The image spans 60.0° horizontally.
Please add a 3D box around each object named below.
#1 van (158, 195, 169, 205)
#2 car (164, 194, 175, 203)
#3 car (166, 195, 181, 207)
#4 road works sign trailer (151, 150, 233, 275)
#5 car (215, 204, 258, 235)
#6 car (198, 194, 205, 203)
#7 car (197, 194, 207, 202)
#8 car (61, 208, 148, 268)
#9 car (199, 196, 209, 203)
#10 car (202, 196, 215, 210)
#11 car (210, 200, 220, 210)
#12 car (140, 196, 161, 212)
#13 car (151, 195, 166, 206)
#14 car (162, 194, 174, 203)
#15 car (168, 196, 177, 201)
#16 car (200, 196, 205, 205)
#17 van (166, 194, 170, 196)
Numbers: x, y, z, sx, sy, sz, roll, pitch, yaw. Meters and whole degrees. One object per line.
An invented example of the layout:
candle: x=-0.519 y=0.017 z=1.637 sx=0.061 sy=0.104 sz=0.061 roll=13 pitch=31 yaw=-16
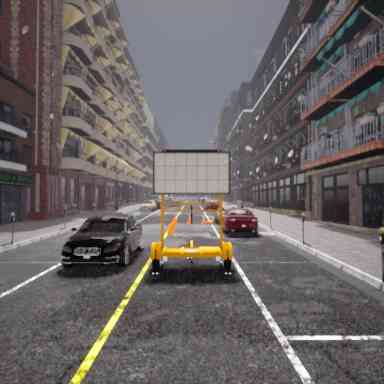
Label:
van: x=-5.293 y=1.475 z=63.126 sx=1.690 sy=1.788 sz=3.998 roll=1 pitch=0 yaw=0
car: x=-5.292 y=1.518 z=79.716 sx=2.192 sy=1.841 sz=5.009 roll=1 pitch=0 yaw=0
car: x=-2.839 y=1.666 z=54.091 sx=1.994 sy=1.385 sz=4.181 roll=0 pitch=0 yaw=0
road works sign trailer: x=-0.010 y=0.472 z=10.490 sx=2.380 sy=3.560 sz=2.880 roll=0 pitch=0 yaw=0
car: x=2.584 y=1.563 z=18.818 sx=1.887 sy=1.381 sz=4.507 roll=1 pitch=0 yaw=0
car: x=2.583 y=1.678 z=63.064 sx=1.887 sy=1.381 sz=4.507 roll=1 pitch=0 yaw=0
car: x=2.553 y=1.543 z=85.188 sx=2.192 sy=1.841 sz=5.009 roll=1 pitch=0 yaw=0
car: x=-2.849 y=1.513 z=11.436 sx=1.837 sy=1.490 sz=4.892 roll=0 pitch=0 yaw=0
car: x=2.592 y=1.619 z=74.126 sx=1.967 sy=1.590 sz=4.097 roll=1 pitch=0 yaw=0
car: x=2.583 y=1.610 z=40.940 sx=1.887 sy=1.381 sz=4.507 roll=1 pitch=0 yaw=0
car: x=2.585 y=1.553 z=24.520 sx=1.752 sy=1.417 sz=4.829 roll=1 pitch=0 yaw=0
car: x=-5.296 y=1.590 z=40.833 sx=1.752 sy=1.417 sz=4.829 roll=2 pitch=0 yaw=0
car: x=-5.291 y=1.395 z=46.535 sx=2.192 sy=1.841 sz=5.009 roll=2 pitch=0 yaw=0
car: x=-5.292 y=1.494 z=74.187 sx=2.192 sy=1.841 sz=5.009 roll=1 pitch=0 yaw=0
car: x=-5.299 y=1.822 z=90.778 sx=1.947 sy=1.339 sz=4.313 roll=1 pitch=0 yaw=0
car: x=2.583 y=1.630 z=46.472 sx=2.008 sy=1.369 sz=4.403 roll=1 pitch=0 yaw=0
van: x=-5.292 y=1.454 z=57.594 sx=1.690 sy=1.788 sz=3.998 roll=2 pitch=0 yaw=0
